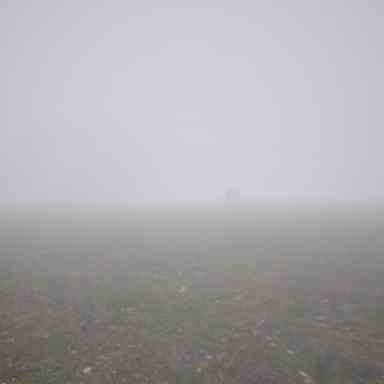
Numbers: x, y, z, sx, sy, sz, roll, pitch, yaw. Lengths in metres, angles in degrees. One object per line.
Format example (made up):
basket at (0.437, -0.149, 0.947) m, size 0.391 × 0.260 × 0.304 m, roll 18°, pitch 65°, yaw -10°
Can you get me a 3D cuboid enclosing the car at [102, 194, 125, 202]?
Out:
car at (-14.066, 1.109, 60.021) m, size 1.994 × 1.385 × 4.181 m, roll -1°, pitch 0°, yaw 35°
